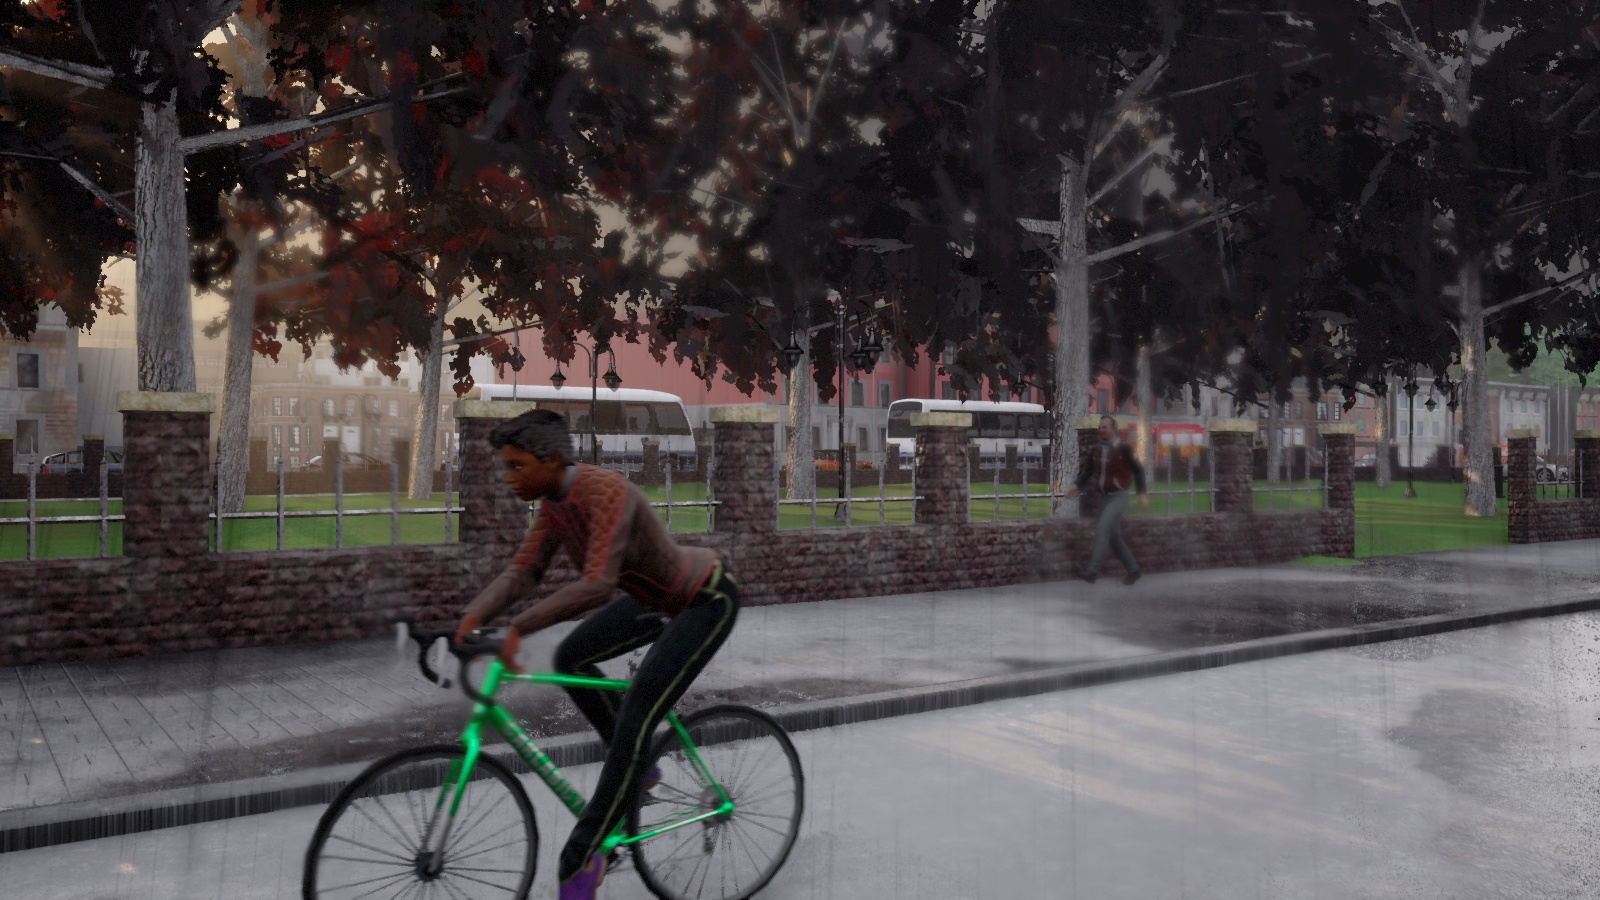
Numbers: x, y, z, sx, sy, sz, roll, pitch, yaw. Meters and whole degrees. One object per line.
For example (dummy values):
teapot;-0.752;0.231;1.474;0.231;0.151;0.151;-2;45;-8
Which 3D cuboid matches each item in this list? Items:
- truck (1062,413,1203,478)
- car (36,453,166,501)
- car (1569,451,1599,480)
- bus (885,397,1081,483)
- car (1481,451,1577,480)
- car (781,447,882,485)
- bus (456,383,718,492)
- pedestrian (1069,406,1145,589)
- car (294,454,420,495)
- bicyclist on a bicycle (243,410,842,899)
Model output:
truck;20.661;-0.273;78.031;8.468;3.827;2.891;0;0;-23
car;-23.848;0.879;42.861;3.705;1.549;1.789;0;0;-35
car;42.626;0.812;64.560;2.163;1.488;4.792;0;0;-35
bus;9.780;-0.490;66.470;10.273;4.253;3.944;0;0;-34
car;37.564;0.789;64.729;1.970;1.475;3.806;0;0;-37
car;1.542;0.748;60.656;4.553;1.767;2.097;0;0;-35
bus;-8.897;-0.482;53.337;10.273;4.253;3.944;0;0;-35
pedestrian;3.190;0.480;13.045;0.720;1.854;0.376;0;0;-35
car;-16.821;0.911;47.789;4.193;1.474;1.816;0;0;-35
bicyclist on a bicycle;-0.715;0.708;3.766;1.656;1.620;0.582;0;0;-35
